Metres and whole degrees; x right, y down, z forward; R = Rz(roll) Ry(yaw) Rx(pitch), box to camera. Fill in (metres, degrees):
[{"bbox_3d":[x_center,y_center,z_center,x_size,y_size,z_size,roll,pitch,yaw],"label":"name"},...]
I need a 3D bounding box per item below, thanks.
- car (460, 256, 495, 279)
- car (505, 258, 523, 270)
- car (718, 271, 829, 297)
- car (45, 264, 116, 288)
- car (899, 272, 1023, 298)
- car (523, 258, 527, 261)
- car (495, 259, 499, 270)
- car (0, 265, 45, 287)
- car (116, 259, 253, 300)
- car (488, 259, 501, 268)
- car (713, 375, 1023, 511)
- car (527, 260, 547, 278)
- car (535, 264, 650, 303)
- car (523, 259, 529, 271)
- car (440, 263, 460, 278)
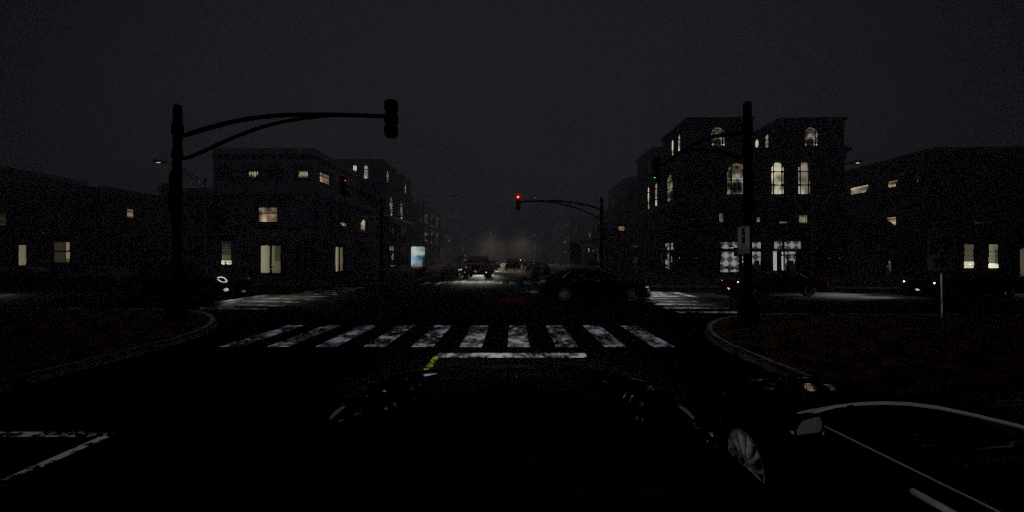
[{"bbox_3d":[-3.115,0.975,33.519,2.150,2.045,5.566,0,0,1],"label":"car"},{"bbox_3d":[0.096,1.107,52.203,2.097,1.767,4.553,0,0,0],"label":"car"},{"bbox_3d":[13.800,1.432,19.168,4.718,1.301,1.895,0,0,1],"label":"car"},{"bbox_3d":[-25.456,1.194,22.362,4.829,1.417,1.751,0,0,1],"label":"car"},{"bbox_3d":[23.749,1.481,19.022,4.718,1.301,1.895,0,0,1],"label":"car"},{"bbox_3d":[2.685,1.309,61.579,2.007,1.370,4.403,0,0,0],"label":"car"},{"bbox_3d":[-3.099,1.245,43.447,2.128,1.511,4.902,0,0,1],"label":"car"},{"bbox_3d":[-30.822,1.227,22.445,4.207,1.307,1.802,0,0,1],"label":"car"},{"bbox_3d":[-14.682,1.037,16.549,4.553,1.767,2.097,0,0,-2],"label":"car"},{"bbox_3d":[-3.056,1.306,63.090,2.033,1.411,5.357,0,0,1],"label":"car"},{"bbox_3d":[2.691,1.300,1.580,2.007,1.370,4.403,0,0,0],"label":"car"},{"bbox_3d":[2.688,1.318,33.970,1.948,1.339,4.313,0,0,0],"label":"car"},{"bbox_3d":[3.634,1.259,16.121,4.892,1.490,1.837,0,0,1],"label":"car"},{"bbox_3d":[2.687,1.336,45.012,1.802,1.307,4.207,0,0,0],"label":"car"},{"bbox_3d":[-5.693,1.335,33.982,1.802,1.307,4.207,0,0,0],"label":"car"}]
